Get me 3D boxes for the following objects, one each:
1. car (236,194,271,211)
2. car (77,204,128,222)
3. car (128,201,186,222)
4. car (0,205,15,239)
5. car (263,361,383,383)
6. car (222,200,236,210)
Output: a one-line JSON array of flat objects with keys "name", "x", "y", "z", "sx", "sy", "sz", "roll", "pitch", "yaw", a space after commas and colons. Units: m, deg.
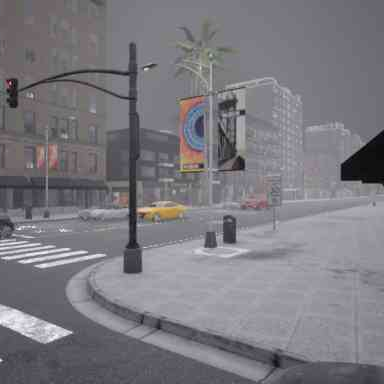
[{"name": "car", "x": 8.211, "y": 1.288, "z": 42.212, "sx": 2.150, "sy": 2.045, "sz": 5.566, "roll": 0, "pitch": 0, "yaw": 35}, {"name": "car", "x": -6.728, "y": 1.622, "z": 26.686, "sx": 1.895, "sy": 1.301, "sz": 4.718, "roll": 0, "pitch": 0, "yaw": 35}, {"name": "car", "x": -2.489, "y": 1.508, "z": 27.066, "sx": 1.882, "sy": 1.535, "sz": 5.008, "roll": 0, "pitch": 0, "yaw": 35}, {"name": "car", "x": -10.793, "y": 1.359, "z": 15.282, "sx": 2.097, "sy": 1.767, "sz": 4.553, "roll": 0, "pitch": 0, "yaw": 35}, {"name": "car", "x": 2.187, "y": 1.551, "z": 1.288, "sx": 4.403, "sy": 1.369, "sz": 2.008, "roll": 0, "pitch": 0, "yaw": 35}, {"name": "car", "x": 5.838, "y": 1.667, "z": 44.483, "sx": 1.895, "sy": 1.301, "sz": 4.718, "roll": 0, "pitch": 0, "yaw": 35}]
